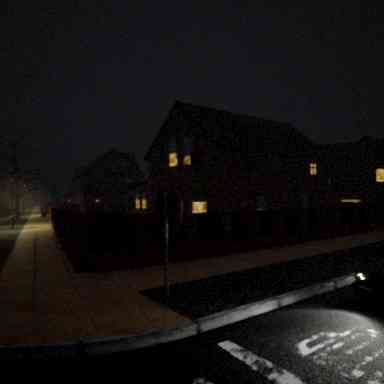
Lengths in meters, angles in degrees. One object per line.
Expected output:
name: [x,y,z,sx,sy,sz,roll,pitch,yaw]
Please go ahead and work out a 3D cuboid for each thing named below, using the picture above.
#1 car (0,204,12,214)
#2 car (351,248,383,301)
car: [-28.654,2.612,50.882,1.882,1.535,5.008,-1,-1,-25]
car: [5.733,1.553,7.524,5.357,1.411,2.033,0,0,-38]
